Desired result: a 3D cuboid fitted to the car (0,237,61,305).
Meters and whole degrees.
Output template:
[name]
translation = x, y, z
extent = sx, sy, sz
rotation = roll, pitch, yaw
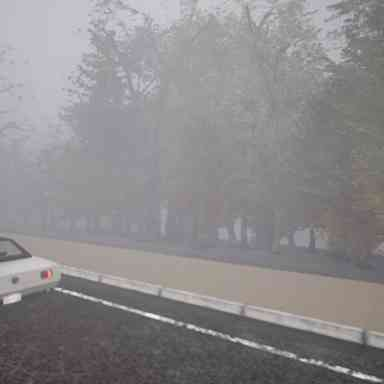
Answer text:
[car]
translation = -5.029, 1.640, 7.275
extent = 4.718, 1.301, 1.895
rotation = 0, 0, 36
